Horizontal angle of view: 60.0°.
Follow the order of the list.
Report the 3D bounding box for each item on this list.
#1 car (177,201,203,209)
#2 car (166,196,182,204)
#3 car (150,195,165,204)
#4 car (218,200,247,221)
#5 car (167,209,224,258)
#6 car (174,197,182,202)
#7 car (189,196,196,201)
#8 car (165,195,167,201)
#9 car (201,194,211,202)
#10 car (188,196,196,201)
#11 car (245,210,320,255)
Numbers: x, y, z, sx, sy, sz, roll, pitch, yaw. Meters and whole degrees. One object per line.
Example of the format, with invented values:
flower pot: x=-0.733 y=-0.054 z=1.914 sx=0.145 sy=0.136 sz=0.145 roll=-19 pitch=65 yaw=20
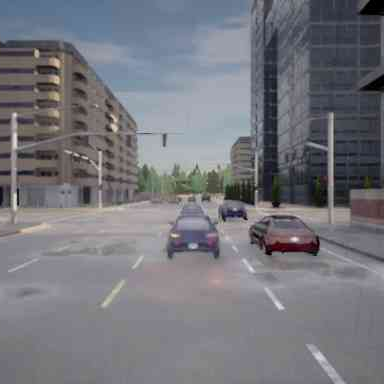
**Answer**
car: x=0.003 y=1.664 z=25.801 sx=2.033 sy=1.411 sz=5.357 roll=0 pitch=0 yaw=0
car: x=-3.710 y=1.847 z=67.700 sx=1.895 sy=1.301 sz=4.718 roll=0 pitch=0 yaw=1
car: x=-7.210 y=1.606 z=67.736 sx=2.097 sy=1.767 sz=4.553 roll=0 pitch=0 yaw=1
car: x=3.487 y=1.485 z=29.165 sx=2.097 sy=1.767 sz=4.553 roll=0 pitch=0 yaw=0
car: x=0.059 y=1.574 z=12.902 sx=1.812 sy=1.442 sz=4.674 roll=0 pitch=-1 yaw=0
car: x=-3.506 y=1.827 z=84.073 sx=1.895 sy=1.301 sz=4.718 roll=0 pitch=0 yaw=1
car: x=0.100 y=1.800 z=92.588 sx=1.882 sy=1.535 sz=5.008 roll=0 pitch=0 yaw=1
car: x=-7.005 y=1.590 z=84.121 sx=2.097 sy=1.767 sz=4.553 roll=0 pitch=0 yaw=1
car: x=3.469 y=1.520 z=81.977 sx=2.150 sy=2.045 sz=5.566 roll=0 pitch=0 yaw=1
car: x=-0.027 y=1.825 z=82.361 sx=2.128 sy=1.511 sz=4.902 roll=0 pitch=0 yaw=1
car: x=3.563 y=1.613 z=13.472 sx=1.994 sy=1.385 sz=4.181 roll=0 pitch=0 yaw=0
